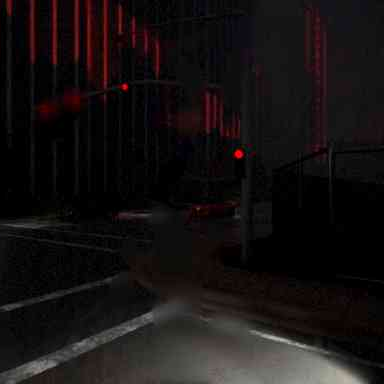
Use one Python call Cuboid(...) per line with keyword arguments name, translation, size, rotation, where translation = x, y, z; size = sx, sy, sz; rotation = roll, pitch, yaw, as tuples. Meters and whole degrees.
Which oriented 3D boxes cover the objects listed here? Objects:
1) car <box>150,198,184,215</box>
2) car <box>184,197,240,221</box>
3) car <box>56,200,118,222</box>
Cuboid(name="car", translation=(-2.199, 1.448, 33.966), size=(1.837, 1.490, 4.892), rotation=(0, 0, 36))
Cuboid(name="car", translation=(1.719, 1.296, 27.077), size=(2.097, 1.767, 4.553), rotation=(0, 0, 36))
Cuboid(name="car", translation=(-8.008, 1.422, 25.830), size=(1.882, 1.535, 5.008), rotation=(0, 0, 36))
